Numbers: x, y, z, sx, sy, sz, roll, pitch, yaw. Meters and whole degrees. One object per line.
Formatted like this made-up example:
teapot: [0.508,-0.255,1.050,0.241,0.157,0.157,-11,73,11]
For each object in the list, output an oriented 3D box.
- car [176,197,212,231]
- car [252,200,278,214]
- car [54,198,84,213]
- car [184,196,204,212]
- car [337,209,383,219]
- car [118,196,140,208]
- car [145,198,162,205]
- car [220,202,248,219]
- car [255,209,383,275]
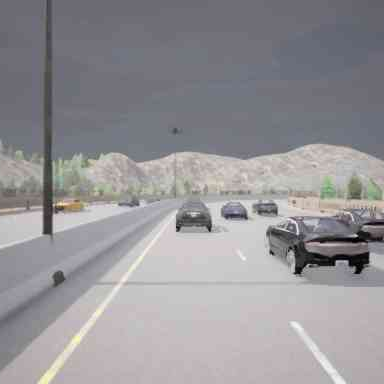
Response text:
car: [0.101,1.353,20.901,2.097,1.767,4.553,0,0,0]
car: [7.125,1.493,32.789,2.128,1.511,4.902,0,0,1]
car: [-13.884,1.479,37.714,1.882,1.535,5.008,0,0,3]
car: [0.315,1.353,38.870,2.097,1.767,4.553,0,0,2]
car: [7.100,1.492,14.538,2.128,1.511,4.902,0,0,0]
car: [-9.366,1.354,49.320,2.097,1.767,4.553,0,0,9]
car: [-5.669,1.566,50.345,1.994,1.385,4.181,0,0,9]
car: [3.600,1.565,28.984,1.994,1.385,4.181,0,0,0]
car: [3.600,1.492,10.416,2.128,1.511,4.902,0,0,0]
